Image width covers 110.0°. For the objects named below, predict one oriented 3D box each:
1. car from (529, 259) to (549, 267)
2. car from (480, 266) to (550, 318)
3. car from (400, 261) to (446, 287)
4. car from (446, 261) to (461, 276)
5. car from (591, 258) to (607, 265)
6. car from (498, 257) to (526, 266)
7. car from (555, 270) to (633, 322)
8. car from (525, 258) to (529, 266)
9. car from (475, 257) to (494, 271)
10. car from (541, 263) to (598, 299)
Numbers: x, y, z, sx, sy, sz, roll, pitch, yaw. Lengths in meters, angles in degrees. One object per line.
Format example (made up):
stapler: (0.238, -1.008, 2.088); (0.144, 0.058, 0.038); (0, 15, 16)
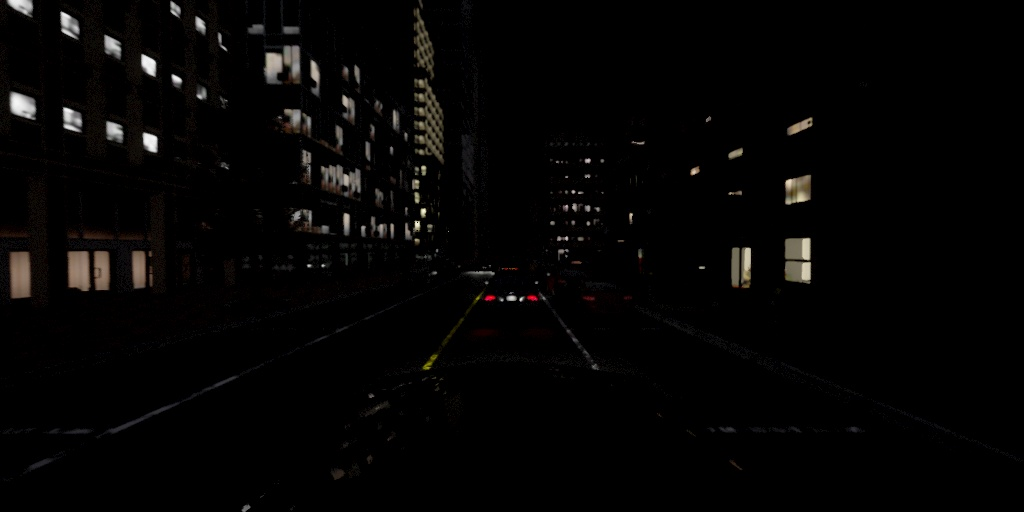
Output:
car: (2.721, 1.155, 28.762); (2.007, 1.370, 4.403); (0, 0, 0)
car: (-0.015, 1.238, 12.685); (2.033, 1.411, 5.357); (0, 0, 0)
car: (-5.872, 1.185, 23.143); (2.007, 1.370, 4.403); (0, 0, 0)
car: (-5.940, 1.120, 34.432); (1.888, 1.381, 4.507); (0, 0, 0)
car: (16.085, 1.055, 63.238); (4.403, 1.370, 2.007); (0, 0, 1)
car: (-0.054, 1.105, 29.839); (1.837, 1.490, 4.892); (0, 1, 0)
car: (2.687, 1.277, 11.829); (1.802, 1.307, 4.207); (0, 0, 0)
car: (2.679, 1.070, 40.220); (1.751, 1.417, 4.829); (0, 0, 0)
car: (-3.195, 1.037, 42.596); (1.837, 1.490, 4.892); (0, 0, 0)
car: (2.701, 1.210, 17.473); (1.888, 1.381, 4.507); (0, 0, 0)
